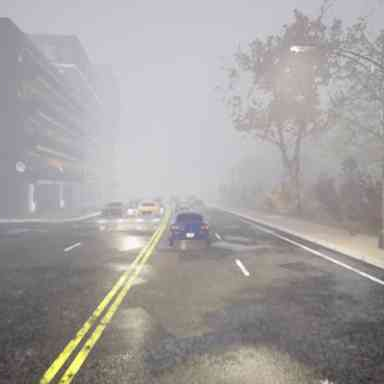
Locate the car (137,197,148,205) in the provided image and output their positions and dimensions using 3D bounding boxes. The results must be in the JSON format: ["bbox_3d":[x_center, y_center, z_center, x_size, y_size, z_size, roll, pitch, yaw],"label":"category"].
[{"bbox_3d":[-9.934,1.807,67.057,2.128,1.511,4.902,0,0,-5],"label":"car"}]

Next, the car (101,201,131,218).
[{"bbox_3d":[-7.447,1.650,32.211,1.882,1.535,5.008,0,0,-3],"label":"car"}]

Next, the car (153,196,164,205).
[{"bbox_3d":[-6.689,1.675,67.284,2.097,1.767,4.553,0,0,-5],"label":"car"}]

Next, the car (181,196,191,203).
[{"bbox_3d":[-1.473,1.738,79.497,2.097,1.767,4.553,0,0,-7],"label":"car"}]

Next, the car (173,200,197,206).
[{"bbox_3d":[-0.830,1.777,34.054,1.895,1.301,4.718,0,0,-3],"label":"car"}]

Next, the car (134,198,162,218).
[{"bbox_3d":[-4.209,1.649,32.547,1.882,1.535,5.008,0,0,-3],"label":"car"}]

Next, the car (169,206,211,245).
[{"bbox_3d":[-0.137,1.610,15.935,1.812,1.442,4.674,0,0,-1],"label":"car"}]

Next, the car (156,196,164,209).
[{"bbox_3d":[-5.339,1.786,51.015,1.812,1.442,4.674,0,-1,-4],"label":"car"}]

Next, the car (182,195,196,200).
[{"bbox_3d":[-0.260,1.557,68.361,2.150,2.045,5.566,0,0,-6],"label":"car"}]

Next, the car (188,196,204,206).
[{"bbox_3d":[0.902,1.843,56.560,1.994,1.385,4.181,0,0,-5],"label":"car"}]

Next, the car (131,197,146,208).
[{"bbox_3d":[-8.602,1.757,51.062,2.128,1.511,4.902,0,0,-4],"label":"car"}]

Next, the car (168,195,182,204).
[{"bbox_3d":[-3.811,1.575,71.119,2.150,2.045,5.566,0,0,-6],"label":"car"}]
